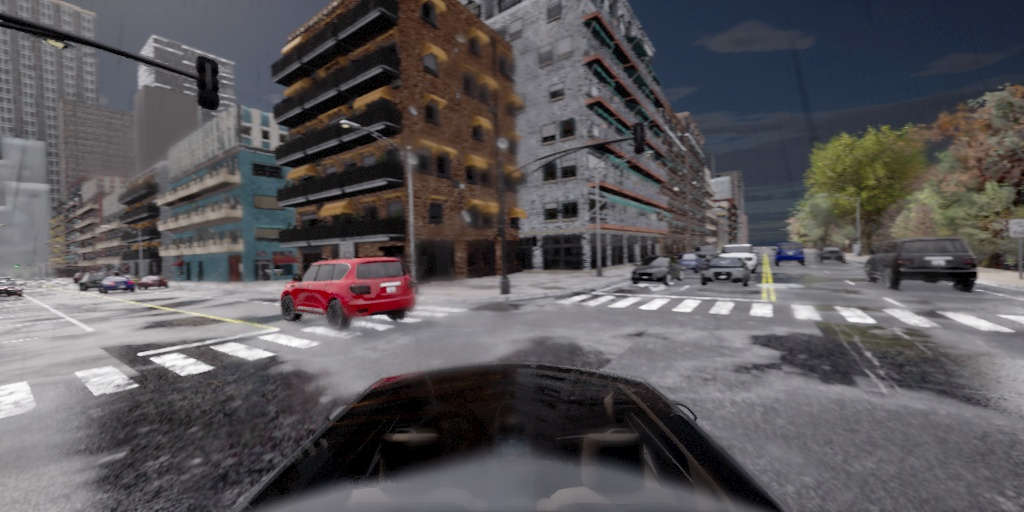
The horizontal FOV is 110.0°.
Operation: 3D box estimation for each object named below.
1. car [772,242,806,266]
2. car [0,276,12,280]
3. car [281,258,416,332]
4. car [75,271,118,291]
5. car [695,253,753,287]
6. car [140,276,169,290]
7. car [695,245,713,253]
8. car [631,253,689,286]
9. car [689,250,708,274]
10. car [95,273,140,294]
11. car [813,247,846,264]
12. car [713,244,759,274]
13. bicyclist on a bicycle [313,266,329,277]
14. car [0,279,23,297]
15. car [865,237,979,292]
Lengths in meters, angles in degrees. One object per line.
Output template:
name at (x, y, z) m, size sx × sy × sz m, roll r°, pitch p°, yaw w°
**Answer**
car at (25.328, -0.196, 32.841) m, size 2.150 × 2.045 × 5.566 m, roll -1°, pitch 1°, yaw 35°
car at (-44.479, 2.859, 31.431) m, size 4.097 × 1.591 × 1.967 m, roll 0°, pitch 0°, yaw 34°
car at (-5.515, 1.122, 11.800) m, size 5.566 × 2.045 × 2.150 m, roll -2°, pitch 0°, yaw 38°
car at (-43.850, 2.691, 37.819) m, size 4.553 × 1.767 × 2.097 m, roll -2°, pitch 1°, yaw 34°
car at (11.022, 0.745, 18.461) m, size 1.994 × 1.385 × 4.181 m, roll -1°, pitch 1°, yaw 35°
car at (-35.130, 2.568, 35.147) m, size 4.207 × 1.307 × 1.802 m, roll 0°, pitch 0°, yaw 34°
car at (19.526, -0.062, 36.065) m, size 2.150 × 2.045 × 5.566 m, roll -1°, pitch 1°, yaw 35°
car at (8.158, 0.753, 19.987) m, size 1.837 × 1.490 × 4.892 m, roll -1°, pitch 1°, yaw 37°
car at (13.475, 0.524, 27.548) m, size 1.812 × 1.442 × 4.674 m, roll -1°, pitch 1°, yaw 35°
car at (-35.393, 2.547, 32.110) m, size 4.674 × 1.442 × 1.812 m, roll -2°, pitch 1°, yaw 35°
car at (30.258, -0.075, 34.197) m, size 1.837 × 1.490 × 4.892 m, roll -1°, pitch 1°, yaw 35°
car at (16.278, 0.156, 25.892) m, size 2.150 × 2.045 × 5.566 m, roll -1°, pitch 1°, yaw 35°
bicyclist on a bicycle at (-12.140, 1.396, 22.954) m, size 0.582 × 1.620 × 1.656 m, roll -2°, pitch 1°, yaw 34°
car at (-39.856, 2.827, 28.271) m, size 4.207 × 1.307 × 1.802 m, roll 0°, pitch 0°, yaw 34°
car at (16.733, 0.275, 14.962) m, size 2.150 × 2.045 × 5.566 m, roll -1°, pitch 1°, yaw 35°
